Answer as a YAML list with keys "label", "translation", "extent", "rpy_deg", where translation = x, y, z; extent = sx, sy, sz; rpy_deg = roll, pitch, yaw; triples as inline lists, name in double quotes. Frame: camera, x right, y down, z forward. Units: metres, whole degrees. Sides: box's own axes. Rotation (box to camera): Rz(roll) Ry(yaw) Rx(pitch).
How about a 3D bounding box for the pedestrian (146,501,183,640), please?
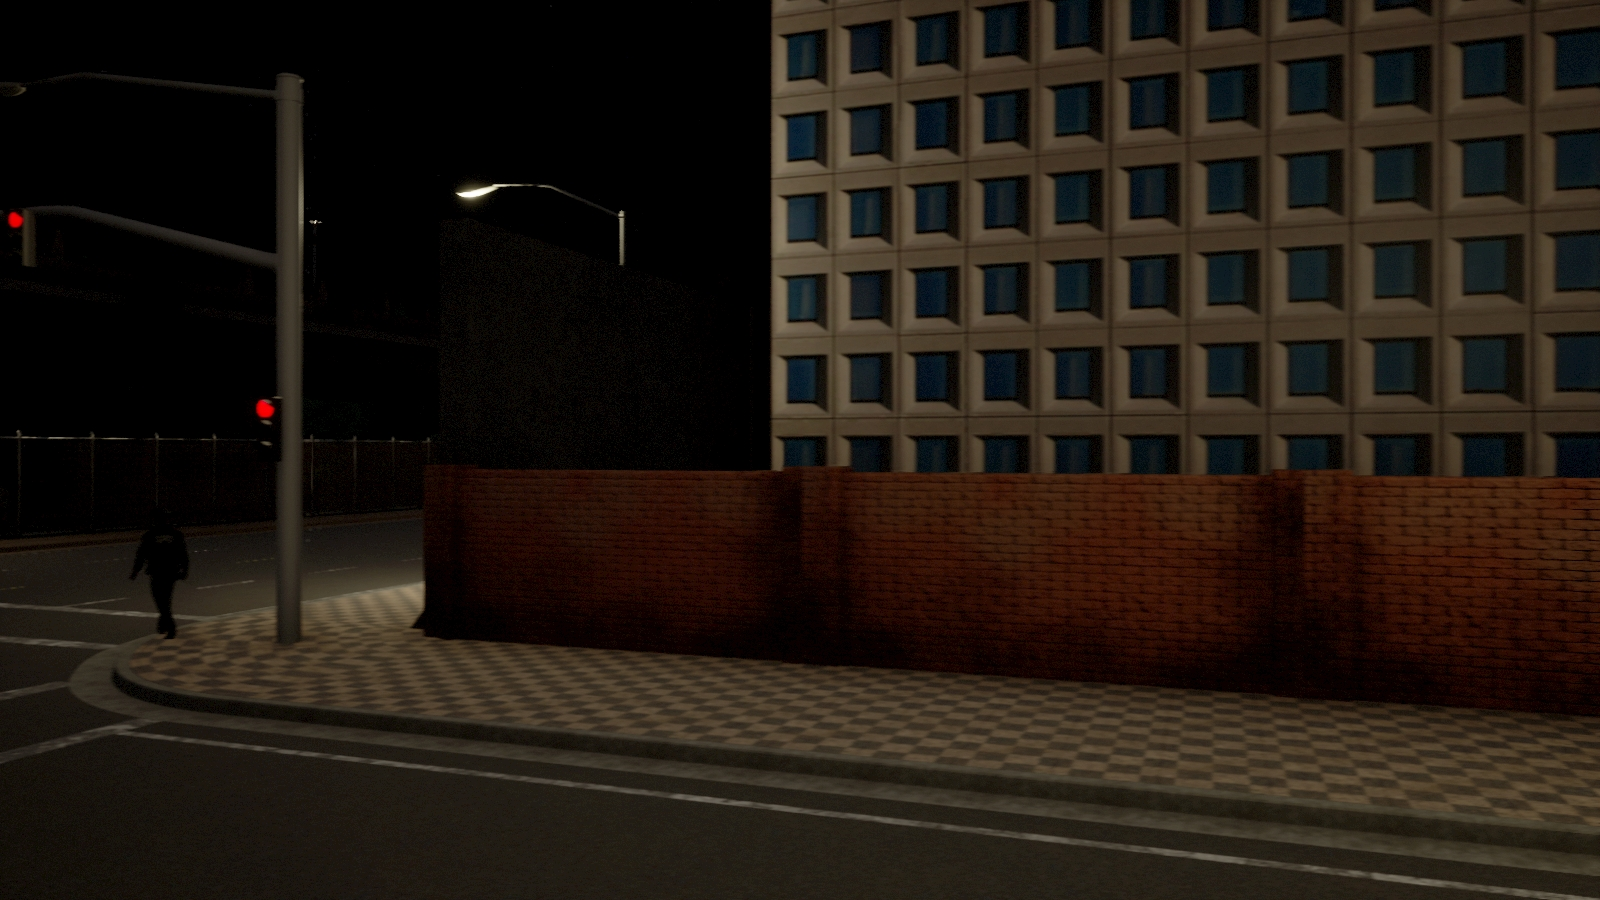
- label: "pedestrian"
  translation: [-8.739, 1.646, 15.714]
  extent: [0.375, 1.860, 0.375]
  rpy_deg: [0, 0, -42]
